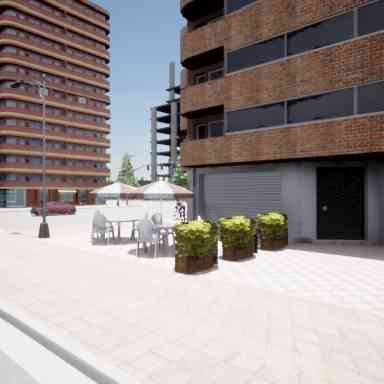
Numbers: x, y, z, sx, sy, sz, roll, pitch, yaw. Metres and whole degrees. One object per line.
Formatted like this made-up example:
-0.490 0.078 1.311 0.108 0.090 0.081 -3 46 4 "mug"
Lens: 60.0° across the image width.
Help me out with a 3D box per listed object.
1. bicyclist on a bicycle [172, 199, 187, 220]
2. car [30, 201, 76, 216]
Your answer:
-0.968 1.356 25.431 1.656 1.620 0.582 0 0 41 "bicyclist on a bicycle"
-13.650 1.619 32.927 1.994 1.385 4.181 0 0 42 "car"
